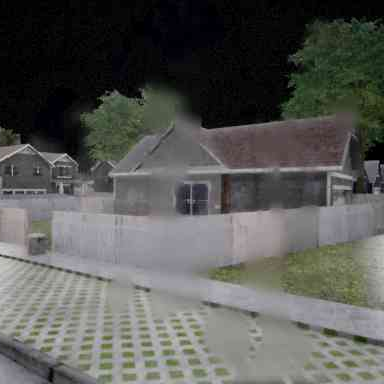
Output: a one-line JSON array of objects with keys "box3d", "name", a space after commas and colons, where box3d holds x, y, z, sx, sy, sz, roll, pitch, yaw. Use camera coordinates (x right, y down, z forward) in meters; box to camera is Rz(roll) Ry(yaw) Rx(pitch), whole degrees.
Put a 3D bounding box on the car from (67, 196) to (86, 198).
[{"box3d": [-12.753, 1.167, 36.183, 1.837, 1.490, 4.892, 1, 1, 34], "name": "car"}]
